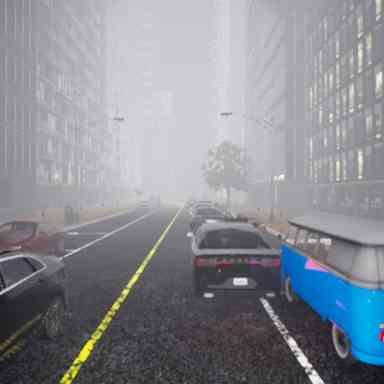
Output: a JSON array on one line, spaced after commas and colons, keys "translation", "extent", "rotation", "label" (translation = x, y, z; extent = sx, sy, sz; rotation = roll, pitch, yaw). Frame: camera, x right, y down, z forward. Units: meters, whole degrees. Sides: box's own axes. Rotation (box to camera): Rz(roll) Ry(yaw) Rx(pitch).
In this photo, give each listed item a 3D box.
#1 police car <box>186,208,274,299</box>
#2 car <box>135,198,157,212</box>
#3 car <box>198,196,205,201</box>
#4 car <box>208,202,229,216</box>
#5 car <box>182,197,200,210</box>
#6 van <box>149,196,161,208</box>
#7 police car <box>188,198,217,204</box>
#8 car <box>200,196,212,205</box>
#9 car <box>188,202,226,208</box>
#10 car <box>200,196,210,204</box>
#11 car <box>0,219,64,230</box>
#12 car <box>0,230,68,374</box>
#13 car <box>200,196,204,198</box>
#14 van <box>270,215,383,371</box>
[{"translation": [0.892, 1.456, 8.718], "extent": [1.930, 1.638, 5.238], "rotation": [0, 0, 0], "label": "police car"}, {"translation": [-5.728, 1.688, 39.740], "extent": [2.008, 1.369, 4.403], "rotation": [0, 0, 0], "label": "car"}, {"translation": [2.604, 1.782, 90.977], "extent": [1.887, 1.381, 4.507], "rotation": [0, 0, 0], "label": "car"}, {"translation": [2.658, 1.701, 34.053], "extent": [1.802, 1.307, 4.206], "rotation": [0, 0, 0], "label": "car"}, {"translation": [-0.033, 1.755, 45.685], "extent": [1.895, 1.301, 4.718], "rotation": [0, 0, 0], "label": "car"}, {"translation": [-5.739, 1.508, 51.126], "extent": [1.690, 1.788, 3.998], "rotation": [0, 0, 0], "label": "van"}, {"translation": [0.876, 1.512, 24.719], "extent": [1.930, 1.638, 5.238], "rotation": [0, 0, 0], "label": "police car"}, {"translation": [2.631, 1.630, 62.515], "extent": [1.967, 1.590, 4.097], "rotation": [0, 0, 0], "label": "car"}, {"translation": [0.882, 1.543, 18.608], "extent": [1.882, 1.535, 5.008], "rotation": [0, 0, 0], "label": "car"}, {"translation": [2.625, 1.641, 68.207], "extent": [1.967, 1.590, 4.097], "rotation": [0, 0, 0], "label": "car"}, {"translation": [-5.701, 1.622, 11.277], "extent": [1.802, 1.307, 4.206], "rotation": [0, 0, 0], "label": "car"}, {"translation": [-3.003, 1.505, 3.725], "extent": [2.128, 1.511, 4.902], "rotation": [0, 0, 0], "label": "car"}, {"translation": [2.641, 1.718, 51.130], "extent": [2.008, 1.369, 4.403], "rotation": [0, 0, 0], "label": "car"}, {"translation": [2.685, 1.361, 5.592], "extent": [1.690, 1.788, 3.998], "rotation": [0, 0, 0], "label": "van"}]
